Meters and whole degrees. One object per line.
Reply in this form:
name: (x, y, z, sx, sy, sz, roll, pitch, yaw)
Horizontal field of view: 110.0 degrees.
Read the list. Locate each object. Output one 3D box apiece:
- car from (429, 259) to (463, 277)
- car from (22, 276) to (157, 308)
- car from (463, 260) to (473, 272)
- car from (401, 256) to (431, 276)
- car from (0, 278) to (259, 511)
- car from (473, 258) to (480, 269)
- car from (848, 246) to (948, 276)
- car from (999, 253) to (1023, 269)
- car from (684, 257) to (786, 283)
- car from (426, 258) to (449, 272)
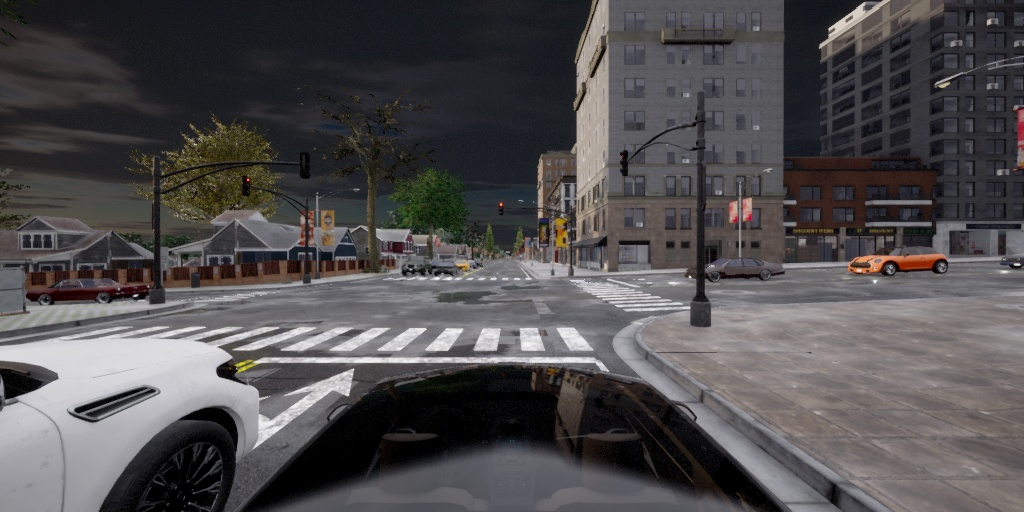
car: (-6.628, 1.315, 36.699, 2.033, 1.411, 5.357, 0, 0, 0)
car: (-21.638, 1.807, 18.524, 4.718, 1.301, 1.895, -2, 0, 0)
car: (-6.637, 1.260, 46.974, 1.882, 1.535, 5.008, 0, 0, 0)
car: (-9.874, 0.992, 37.678, 2.150, 2.045, 5.566, 0, 0, 0)
car: (-3.146, 0.972, 0.545, 2.150, 2.045, 5.566, 0, 0, 0)
car: (-6.640, 1.334, 57.016, 1.812, 1.442, 4.674, 0, 0, 0)
car: (23.427, 0.218, 21.911, 4.553, 1.767, 2.097, -2, 0, 0)
car: (33.567, 0.038, 21.943, 5.357, 1.411, 2.033, -2, 0, 0)
car: (13.507, 0.793, 21.879, 5.357, 1.411, 2.033, -2, 0, 0)
car: (-9.884, 1.136, 48.001, 2.097, 1.767, 4.553, 0, 0, 0)
